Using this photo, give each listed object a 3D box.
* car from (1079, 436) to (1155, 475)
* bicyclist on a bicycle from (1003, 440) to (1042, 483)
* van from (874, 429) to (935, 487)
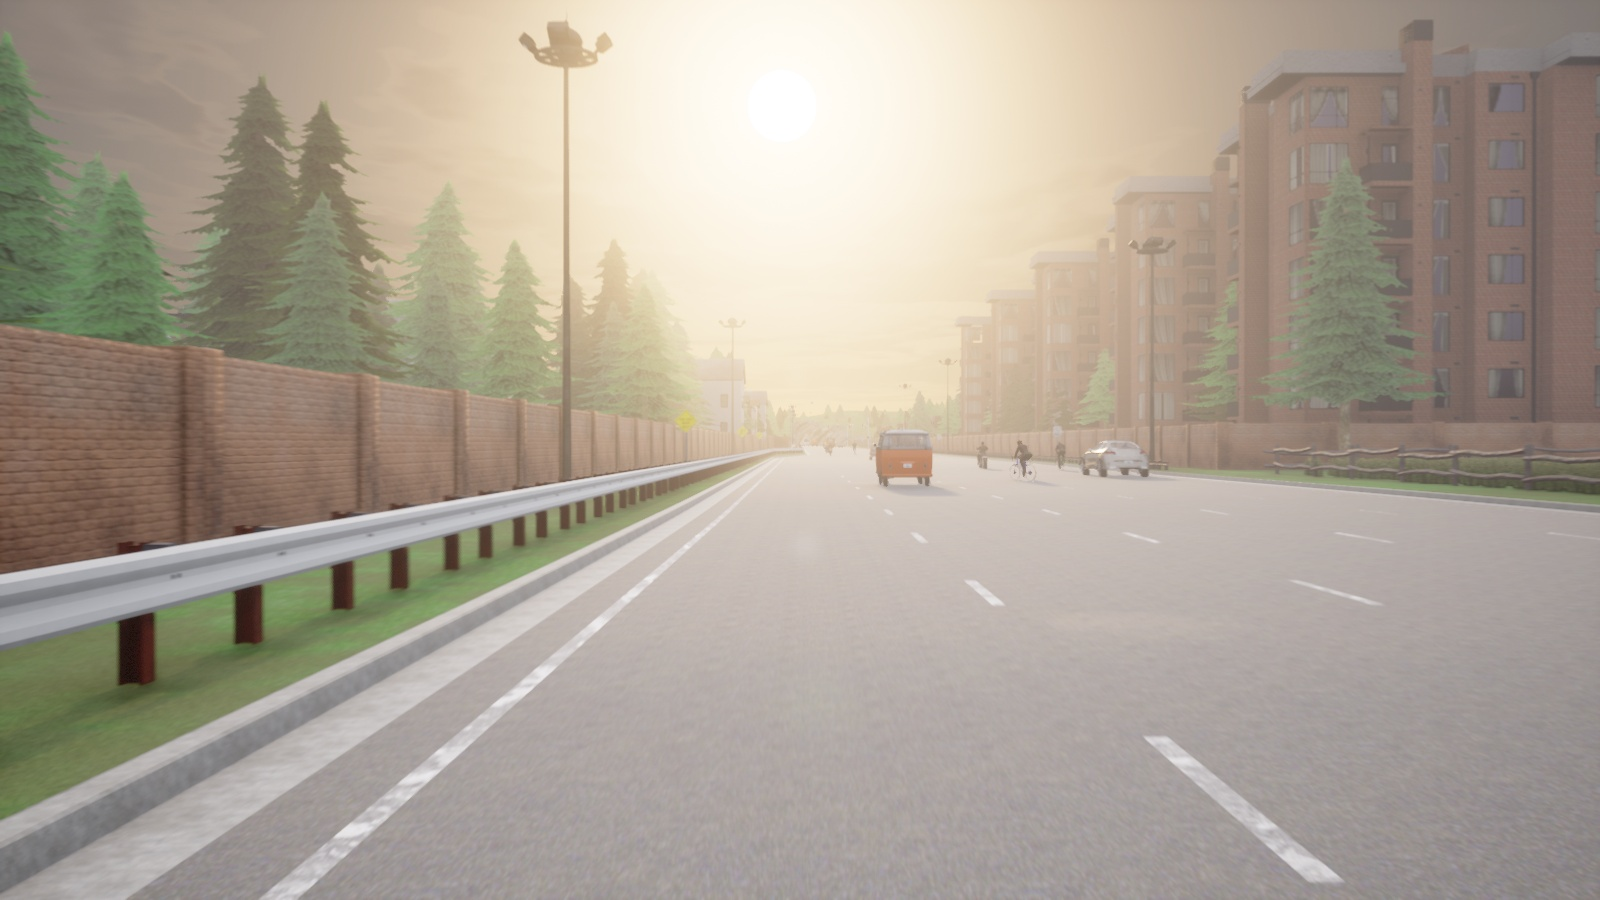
[{"bbox_3d":[14.164,0.226,56.408,2.152,1.651,5.027,0,0,0],"label":"car"},{"bbox_3d":[8.663,0.437,48.919,0.582,1.620,1.656,0,0,-28],"label":"bicyclist on a bicycle"},{"bbox_3d":[3.666,0.256,44.733,1.775,1.987,4.442,0,0,0],"label":"van"}]
